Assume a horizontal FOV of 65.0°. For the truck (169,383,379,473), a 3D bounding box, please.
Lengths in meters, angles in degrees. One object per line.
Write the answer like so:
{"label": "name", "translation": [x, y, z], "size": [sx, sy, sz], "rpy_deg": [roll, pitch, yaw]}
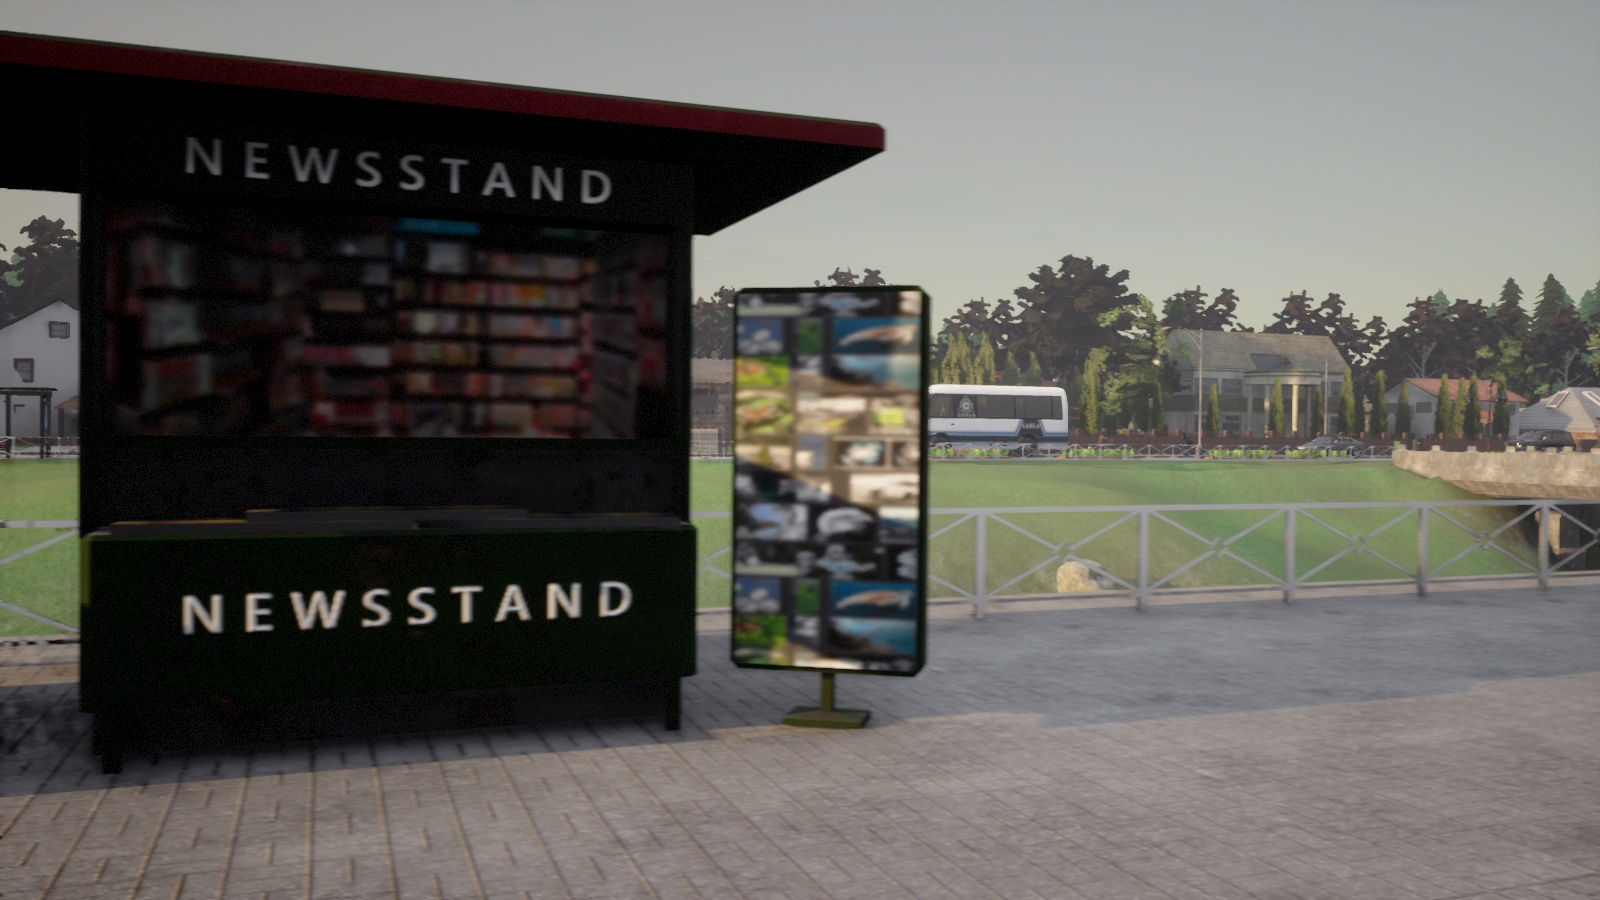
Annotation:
{"label": "truck", "translation": [-23.521, -1.033, 56.549], "size": [8.468, 3.827, 2.891], "rpy_deg": [-1, 1, -21]}

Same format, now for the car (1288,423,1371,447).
{"label": "car", "translation": [35.020, -0.976, 83.052], "size": [4.902, 1.511, 2.128], "rpy_deg": [-1, 1, -21]}

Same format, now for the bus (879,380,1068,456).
{"label": "bus", "translation": [10.181, -1.886, 73.612], "size": [10.273, 4.253, 3.944], "rpy_deg": [-1, 1, -21]}
